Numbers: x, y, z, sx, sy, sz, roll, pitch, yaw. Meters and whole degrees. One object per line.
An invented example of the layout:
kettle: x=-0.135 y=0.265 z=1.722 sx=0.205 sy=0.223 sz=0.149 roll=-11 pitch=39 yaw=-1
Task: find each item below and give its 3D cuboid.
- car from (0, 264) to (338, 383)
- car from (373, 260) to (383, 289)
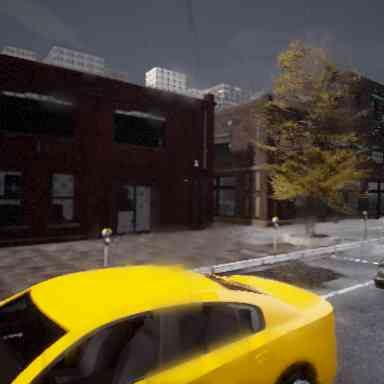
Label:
car: x=-0.813 y=1.477 z=2.782 sx=5.008 sy=1.535 sz=1.882 roll=0 pitch=0 yaw=-36
car: x=6.436 y=1.545 z=7.844 sx=5.357 sy=1.411 sz=2.033 roll=0 pitch=0 yaw=-35
